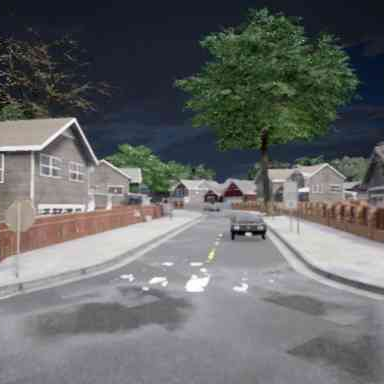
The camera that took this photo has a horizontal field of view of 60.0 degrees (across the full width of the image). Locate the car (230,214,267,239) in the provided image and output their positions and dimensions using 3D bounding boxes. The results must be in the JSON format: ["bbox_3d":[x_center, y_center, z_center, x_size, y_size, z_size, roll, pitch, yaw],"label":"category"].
[{"bbox_3d":[3.166,1.908,19.255,1.895,1.301,4.718,-1,-1,7],"label":"car"}]

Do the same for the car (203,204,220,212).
[{"bbox_3d":[3.416,2.869,59.940,1.994,1.385,4.181,0,-2,-19],"label":"car"}]
